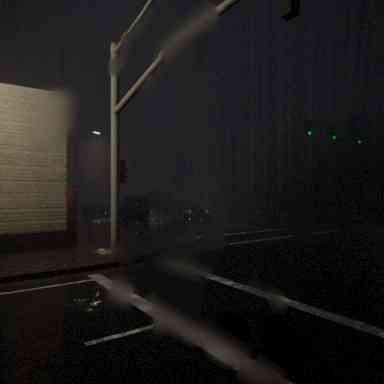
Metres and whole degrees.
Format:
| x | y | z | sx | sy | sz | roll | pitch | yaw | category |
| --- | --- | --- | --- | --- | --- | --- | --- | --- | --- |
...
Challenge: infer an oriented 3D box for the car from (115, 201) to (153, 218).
| x | y | z | sx | sy | sz | roll | pitch | yaw | category |
| --- | --- | --- | --- | --- | --- | --- | --- | --- | --- |
| -5.702 | 1.619 | 32.150 | 1.994 | 1.385 | 4.181 | 0 | 0 | -35 | car |

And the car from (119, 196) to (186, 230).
| x | y | z | sx | sy | sz | roll | pitch | yaw | category |
| --- | --- | --- | --- | --- | --- | --- | --- | --- | --- |
| -3.032 | 1.277 | 22.379 | 2.150 | 2.045 | 5.566 | 0 | 0 | -36 | car |

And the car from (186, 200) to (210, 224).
| x | y | z | sx | sy | sz | roll | pitch | yaw | category |
| --- | --- | --- | --- | --- | --- | --- | --- | --- | --- |
| -0.663 | 1.407 | 25.091 | 2.097 | 1.767 | 4.553 | 0 | 0 | -35 | car |

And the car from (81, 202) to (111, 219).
| x | y | z | sx | sy | sz | roll | pitch | yaw | category |
| --- | --- | --- | --- | --- | --- | --- | --- | --- | --- |
| -8.513 | 1.619 | 30.074 | 1.994 | 1.385 | 4.181 | 0 | 0 | -35 | car |
